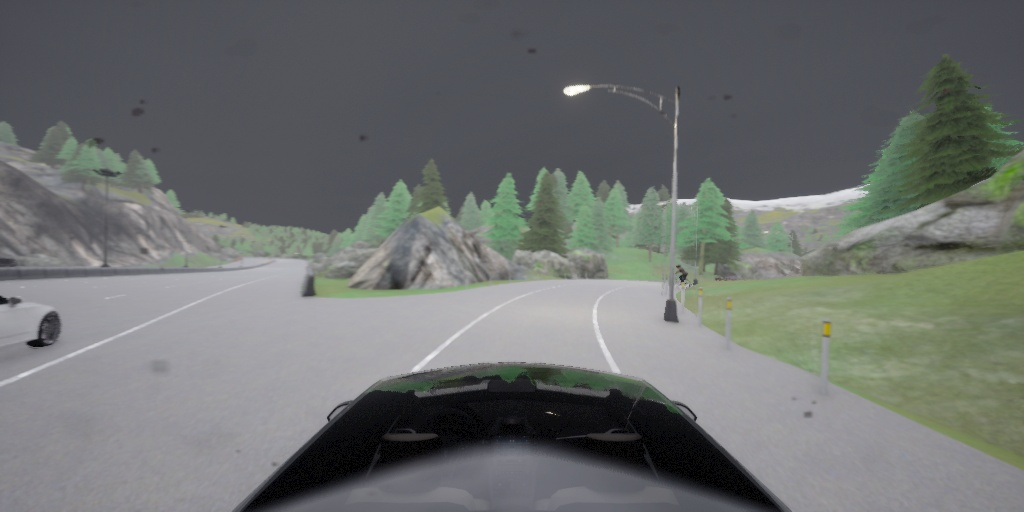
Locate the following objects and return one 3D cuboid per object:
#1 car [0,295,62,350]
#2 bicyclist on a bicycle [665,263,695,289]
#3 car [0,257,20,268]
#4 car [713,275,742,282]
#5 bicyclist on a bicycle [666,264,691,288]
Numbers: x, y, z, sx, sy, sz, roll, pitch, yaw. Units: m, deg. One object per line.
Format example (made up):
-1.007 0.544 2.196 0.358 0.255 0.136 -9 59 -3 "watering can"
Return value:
-9.480 1.121 5.576 1.812 1.442 4.674 1 -1 -30 "car"
12.271 1.452 26.239 1.656 1.620 0.582 11 2 34 "bicyclist on a bicycle"
-49.776 1.113 33.914 2.150 2.045 5.566 1 -3 -29 "car"
28.241 3.296 46.218 5.008 1.535 1.882 6 -1 -25 "car"
12.099 1.471 25.970 1.656 1.620 0.582 9 9 34 "bicyclist on a bicycle"
